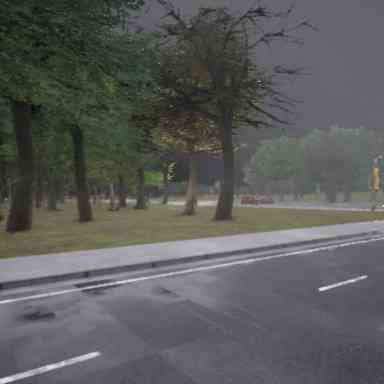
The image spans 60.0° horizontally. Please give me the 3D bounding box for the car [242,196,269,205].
[{"bbox_3d":[13.159,1.834,71.645,2.150,2.045,5.566,-1,0,-35],"label":"car"}]

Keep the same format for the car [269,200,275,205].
[{"bbox_3d":[15.810,2.087,73.535,2.033,1.411,5.357,-1,0,-35],"label":"car"}]
